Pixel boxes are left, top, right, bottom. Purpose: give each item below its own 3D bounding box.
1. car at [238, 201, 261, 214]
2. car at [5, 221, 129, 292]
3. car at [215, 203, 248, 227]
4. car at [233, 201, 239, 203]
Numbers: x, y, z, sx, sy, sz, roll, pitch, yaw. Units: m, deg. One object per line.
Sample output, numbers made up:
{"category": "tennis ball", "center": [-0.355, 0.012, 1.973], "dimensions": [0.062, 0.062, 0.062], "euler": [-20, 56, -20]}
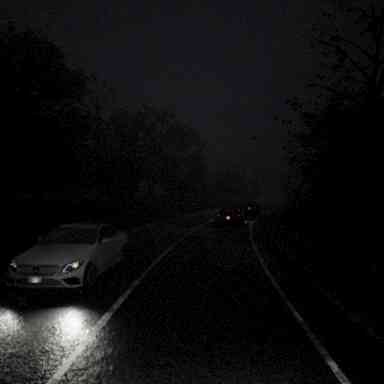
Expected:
{"category": "car", "center": [7.387, 1.946, 41.303], "dimensions": [1.994, 1.385, 4.181], "euler": [2, 0, 18]}
{"category": "car", "center": [-3.071, 1.569, 9.230], "dimensions": [1.812, 1.442, 4.674], "euler": [0, 0, 5]}
{"category": "car", "center": [2.893, 1.767, 24.872], "dimensions": [1.994, 1.385, 4.181], "euler": [1, 0, 12]}
{"category": "car", "center": [7.127, 1.991, 51.454], "dimensions": [1.895, 1.301, 4.718], "euler": [2, 0, 22]}
